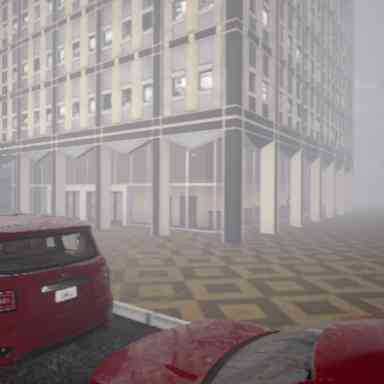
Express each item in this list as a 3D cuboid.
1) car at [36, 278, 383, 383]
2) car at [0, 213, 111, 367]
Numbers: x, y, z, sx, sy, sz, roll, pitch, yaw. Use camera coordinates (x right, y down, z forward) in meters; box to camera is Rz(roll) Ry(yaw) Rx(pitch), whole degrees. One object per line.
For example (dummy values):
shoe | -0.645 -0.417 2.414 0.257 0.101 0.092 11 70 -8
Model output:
car | 1.207 1.544 2.014 4.507 1.381 1.887 1 0 36
car | -3.429 1.271 5.321 5.009 1.841 2.192 1 0 36
